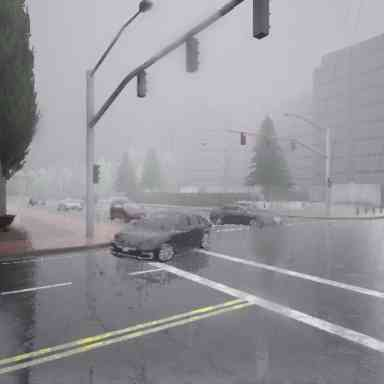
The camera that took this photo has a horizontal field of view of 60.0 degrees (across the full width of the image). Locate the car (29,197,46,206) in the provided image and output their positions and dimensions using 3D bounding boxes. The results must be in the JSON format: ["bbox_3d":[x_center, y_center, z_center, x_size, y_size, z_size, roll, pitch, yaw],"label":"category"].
[{"bbox_3d":[-25.059,1.522,53.728,2.128,1.511,4.902,0,0,-36],"label":"car"}]

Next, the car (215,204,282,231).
[{"bbox_3d":[3.285,1.492,20.892,2.128,1.511,4.902,0,0,-43],"label":"car"}]

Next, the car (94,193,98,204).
[{"bbox_3d":[-20.389,1.221,65.395,2.150,2.045,5.566,0,0,-36],"label":"car"}]

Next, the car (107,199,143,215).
[{"bbox_3d":[-7.019,1.507,34.437,1.837,1.490,4.892,0,-1,-36],"label":"car"}]

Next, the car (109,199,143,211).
[{"bbox_3d":[-4.865,1.526,25.447,1.812,1.442,4.674,0,0,-36],"label":"car"}]

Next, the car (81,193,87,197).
[{"bbox_3d":[-17.359,1.351,48.884,2.097,1.767,4.553,0,0,-35],"label":"car"}]

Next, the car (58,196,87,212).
[{"bbox_3d":[-14.037,1.526,38.212,1.812,1.442,4.674,0,0,-36],"label":"car"}]

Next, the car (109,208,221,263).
[{"bbox_3d":[-0.873,1.507,12.250,1.837,1.490,4.892,5,2,28],"label":"car"}]
